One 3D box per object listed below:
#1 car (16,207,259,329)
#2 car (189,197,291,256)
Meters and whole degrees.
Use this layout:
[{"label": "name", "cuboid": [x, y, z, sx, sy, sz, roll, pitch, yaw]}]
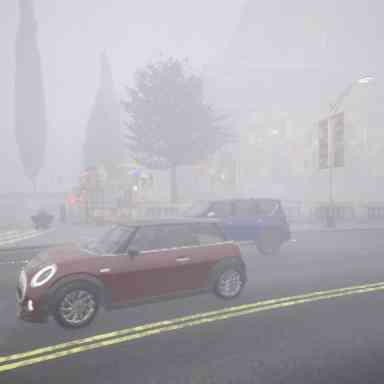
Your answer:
[{"label": "car", "cuboid": [-1.120, 1.352, 6.968, 4.553, 1.767, 2.097, 0, 0, -28]}, {"label": "car", "cuboid": [0.938, 1.222, 12.006, 5.566, 2.045, 2.150, 0, 0, -23]}]
